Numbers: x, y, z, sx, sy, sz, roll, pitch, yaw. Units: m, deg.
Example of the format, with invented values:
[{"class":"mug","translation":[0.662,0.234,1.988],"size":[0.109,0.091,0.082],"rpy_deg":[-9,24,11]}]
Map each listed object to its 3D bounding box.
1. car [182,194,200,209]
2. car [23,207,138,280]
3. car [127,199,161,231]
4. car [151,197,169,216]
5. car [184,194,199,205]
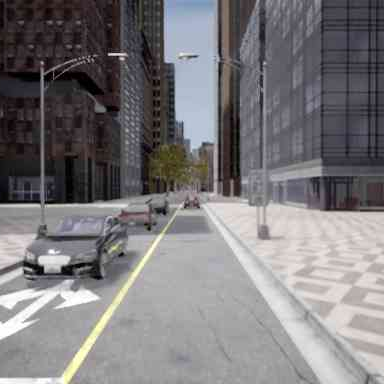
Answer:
[{"class":"car","translation":[-0.020,1.217,39.823],"size":[1.812,1.442,4.674],"rpy_deg":[0,0,0]},{"class":"car","translation":[-3.105,1.414,9.767],"size":[2.128,1.511,4.902],"rpy_deg":[0,0,-1]},{"class":"car","translation":[-3.100,1.372,19.599],"size":[1.812,1.442,4.674],"rpy_deg":[0,0,0]},{"class":"car","translation":[-3.101,1.243,29.953],"size":[1.882,1.535,5.008],"rpy_deg":[0,0,0]},{"class":"car","translation":[-0.026,1.106,49.829],"size":[2.128,1.511,4.902],"rpy_deg":[0,0,0]}]
